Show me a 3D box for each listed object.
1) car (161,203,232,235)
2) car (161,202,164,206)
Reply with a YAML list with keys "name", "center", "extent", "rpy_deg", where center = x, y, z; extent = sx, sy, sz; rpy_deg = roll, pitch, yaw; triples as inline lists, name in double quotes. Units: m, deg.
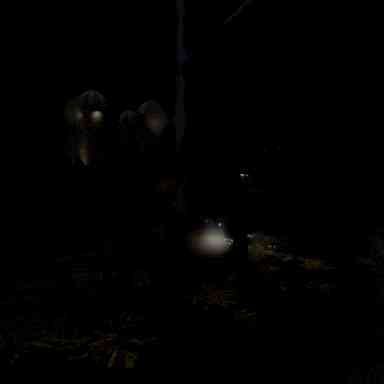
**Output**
- name: "car"
  center: [0.324, 1.564, 18.928]
  extent: [1.994, 1.385, 4.181]
  rpy_deg: [0, 0, -35]
- name: "car"
  center: [-3.455, 1.564, 30.539]
  extent: [1.994, 1.385, 4.181]
  rpy_deg: [0, 0, -36]
